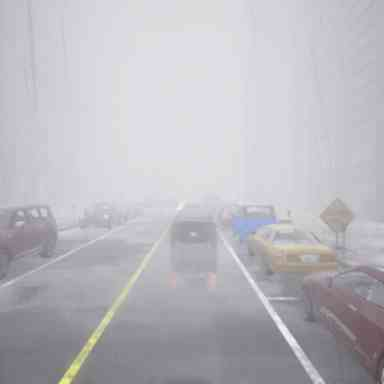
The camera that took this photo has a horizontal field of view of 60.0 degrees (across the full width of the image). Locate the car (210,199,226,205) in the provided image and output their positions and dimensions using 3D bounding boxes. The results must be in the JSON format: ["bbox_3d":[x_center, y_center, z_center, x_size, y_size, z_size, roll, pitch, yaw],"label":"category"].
[{"bbox_3d":[2.767,1.559,26.907,2.008,1.369,4.403,0,0,0],"label":"car"}]

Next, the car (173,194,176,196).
[{"bbox_3d":[-5.756,1.633,83.265,1.947,1.339,4.313,0,0,0],"label":"car"}]

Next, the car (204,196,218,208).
[{"bbox_3d":[2.768,1.468,49.454,1.967,1.590,4.097,0,0,0],"label":"car"}]

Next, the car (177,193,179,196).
[{"bbox_3d":[-5.755,1.398,94.538,2.192,1.841,5.009,0,0,0],"label":"car"}]

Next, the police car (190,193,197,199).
[{"bbox_3d":[0.904,1.504,91.727,1.930,1.638,5.238,0,0,0],"label":"police car"}]

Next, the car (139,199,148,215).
[{"bbox_3d":[-5.758,1.595,32.538,1.802,1.307,4.206,0,0,0],"label":"car"}]

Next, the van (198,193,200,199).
[{"bbox_3d":[2.769,1.393,72.000,1.690,1.788,3.998,0,0,0],"label":"van"}]

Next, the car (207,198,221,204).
[{"bbox_3d":[2.767,1.579,32.544,1.947,1.339,4.313,0,0,0],"label":"car"}]

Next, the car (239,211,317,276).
[{"bbox_3d":[2.766,1.527,10.167,1.752,1.417,4.829,0,0,0],"label":"car"}]

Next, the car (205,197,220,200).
[{"bbox_3d":[2.767,1.584,38.180,1.947,1.339,4.313,0,0,0],"label":"car"}]

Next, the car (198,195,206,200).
[{"bbox_3d":[2.770,1.523,94.546,1.967,1.590,4.097,0,0,0],"label":"car"}]

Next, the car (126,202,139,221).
[{"bbox_3d":[-5.758,1.591,26.901,1.802,1.307,4.206,0,0,0],"label":"car"}]

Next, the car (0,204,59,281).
[{"bbox_3d":[-5.758,1.316,9.994,2.192,1.841,5.009,0,0,0],"label":"car"}]

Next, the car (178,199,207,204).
[{"bbox_3d":[0.077,1.574,29.474,1.994,1.385,4.181,0,0,0],"label":"car"}]

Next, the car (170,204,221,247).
[{"bbox_3d":[0.076,1.481,14.942,1.882,1.535,5.008,0,-1,0],"label":"car"}]

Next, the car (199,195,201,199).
[{"bbox_3d":[2.768,1.590,60.727,2.008,1.369,4.403,0,0,0],"label":"car"}]

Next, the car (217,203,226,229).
[{"bbox_3d":[2.766,1.587,21.270,1.802,1.307,4.206,0,0,0],"label":"car"}]

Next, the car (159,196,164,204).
[{"bbox_3d":[-5.757,1.605,60.720,1.947,1.339,4.313,0,0,0],"label":"car"}]

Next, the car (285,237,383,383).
[{"bbox_3d":[2.766,1.582,4.360,1.802,1.307,4.206,0,0,0],"label":"car"}]

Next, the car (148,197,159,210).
[{"bbox_3d":[-5.758,1.605,43.811,1.802,1.307,4.206,0,0,0],"label":"car"}]

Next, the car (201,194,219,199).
[{"bbox_3d":[2.768,1.338,43.817,2.192,1.841,5.009,0,0,0],"label":"car"}]

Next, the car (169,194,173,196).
[{"bbox_3d":[-5.756,1.492,71.993,1.967,1.590,4.097,0,0,0],"label":"car"}]

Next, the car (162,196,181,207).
[{"bbox_3d":[-3.076,1.631,51.562,1.895,1.301,4.718,0,0,0],"label":"car"}]

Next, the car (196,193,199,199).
[{"bbox_3d":[2.769,1.507,83.273,1.967,1.590,4.097,0,0,0],"label":"car"}]

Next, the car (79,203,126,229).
[{"bbox_3d":[-5.758,1.445,21.266,1.967,1.590,4.097,0,0,0],"label":"car"}]

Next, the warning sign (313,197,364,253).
[{"bbox_3d":[5.064,1.117,11.621,1.300,1.860,1.060,0,0,0],"label":"warning sign"}]

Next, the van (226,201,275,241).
[{"bbox_3d":[2.767,1.344,15.633,1.690,1.788,3.998,0,0,0],"label":"van"}]
